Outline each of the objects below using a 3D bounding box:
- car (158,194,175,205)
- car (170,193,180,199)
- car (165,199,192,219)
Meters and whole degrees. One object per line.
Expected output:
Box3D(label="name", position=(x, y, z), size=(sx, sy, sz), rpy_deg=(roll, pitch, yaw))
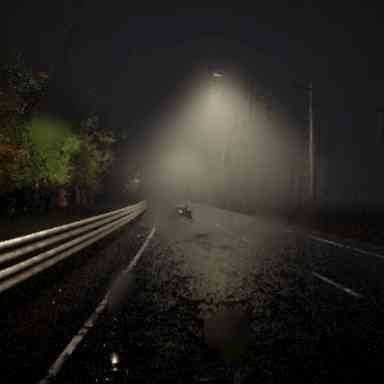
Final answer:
Box3D(label="car", position=(-4.826, 1.571, 62.442), size=(1.837, 1.490, 4.892), rpy_deg=(0, 0, -7))
Box3D(label="car", position=(-3.864, 1.581, 82.505), size=(1.812, 1.442, 4.674), rpy_deg=(0, 0, -7))
Box3D(label="car", position=(-1.125, 1.606, 29.561), size=(1.994, 1.385, 4.181), rpy_deg=(0, 0, -5))
